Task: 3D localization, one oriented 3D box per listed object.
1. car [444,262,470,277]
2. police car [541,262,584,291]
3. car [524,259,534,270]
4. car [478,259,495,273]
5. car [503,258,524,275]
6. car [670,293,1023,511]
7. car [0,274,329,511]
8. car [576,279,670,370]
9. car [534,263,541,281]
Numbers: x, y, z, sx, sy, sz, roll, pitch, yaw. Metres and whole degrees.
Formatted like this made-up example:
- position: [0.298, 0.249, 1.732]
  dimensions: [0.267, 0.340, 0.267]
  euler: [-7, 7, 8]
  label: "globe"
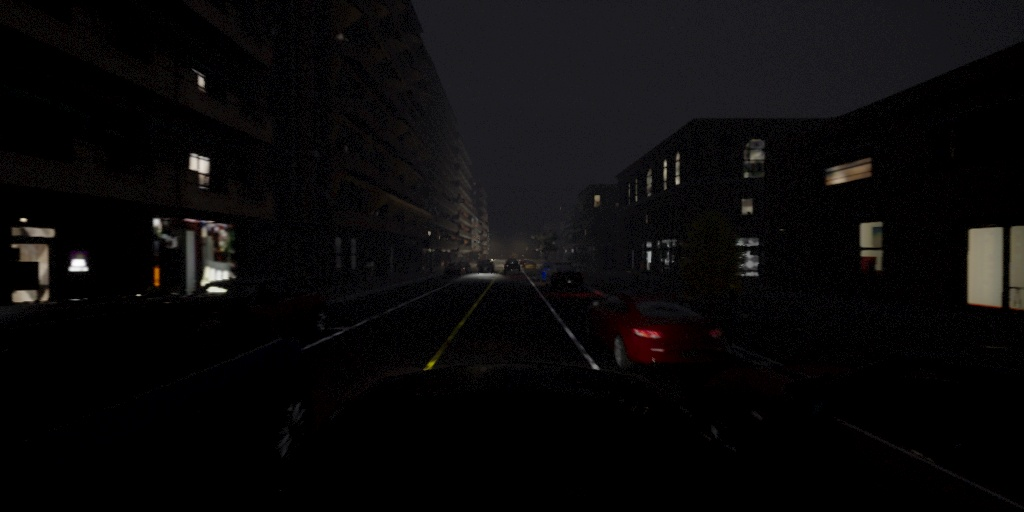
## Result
- position: [-5.690, 1.330, 35.909]
  dimensions: [1.888, 1.381, 4.507]
  euler: [0, 0, 0]
  label: "car"
- position: [3.135, 1.194, 22.161]
  dimensions: [1.930, 1.638, 5.238]
  euler: [0, 0, 0]
  label: "police car"
- position: [2.691, 1.329, 53.083]
  dimensions: [1.751, 1.417, 4.829]
  euler: [0, 0, 0]
  label: "car"
- position: [-3.065, 1.286, 44.330]
  dimensions: [2.128, 1.511, 4.902]
  euler: [0, 0, 0]
  label: "car"
- position: [0.031, 1.286, 40.722]
  dimensions: [2.128, 1.511, 4.902]
  euler: [0, 0, 1]
  label: "car"
- position: [2.711, 1.190, 1.818]
  dimensions: [1.967, 1.591, 4.097]
  euler: [0, 0, 0]
  label: "car"
- position: [-3.089, 1.102, 1.767]
  dimensions: [2.097, 1.767, 4.553]
  euler: [0, 0, 0]
  label: "car"
- position: [2.690, 1.337, 7.494]
  dimensions: [1.802, 1.307, 4.207]
  euler: [0, 0, 0]
  label: "car"
- position: [3.140, 1.254, 29.052]
  dimensions: [1.882, 1.535, 5.008]
  euler: [0, 0, 0]
  label: "car"
